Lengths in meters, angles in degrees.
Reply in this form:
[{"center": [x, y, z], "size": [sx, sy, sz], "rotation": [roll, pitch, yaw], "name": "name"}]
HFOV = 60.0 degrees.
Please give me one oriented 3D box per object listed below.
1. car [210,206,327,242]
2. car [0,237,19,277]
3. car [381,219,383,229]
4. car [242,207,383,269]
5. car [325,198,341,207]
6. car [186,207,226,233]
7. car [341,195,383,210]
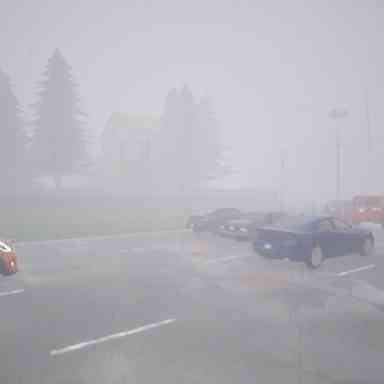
[{"center": [3.650, 1.542, 15.152], "size": [5.357, 1.411, 2.033], "rotation": [0, 0, -36], "name": "car"}, {"center": [-6.658, 1.354, 7.823], "size": [4.553, 1.767, 2.097], "rotation": [0, 0, -34], "name": "car"}, {"center": [7.485, 1.498, 9.314], "size": [4.892, 1.490, 1.837], "rotation": [0, 0, -36], "name": "car"}, {"center": [4.235, 1.473, 11.273], "size": [5.008, 1.535, 1.882], "rotation": [0, 0, -36], "name": "car"}, {"center": [12.022, 1.340, 25.689], "size": [4.553, 1.767, 2.097], "rotation": [0, 0, -36], "name": "car"}, {"center": [1.848, 1.521, 18.199], "size": [4.674, 1.442, 1.812], "rotation": [0, 0, -36], "name": "car"}, {"center": [12.338, 1.211, 21.573], "size": [5.566, 2.045, 2.150], "rotation": [0, 0, -36], "name": "car"}]
